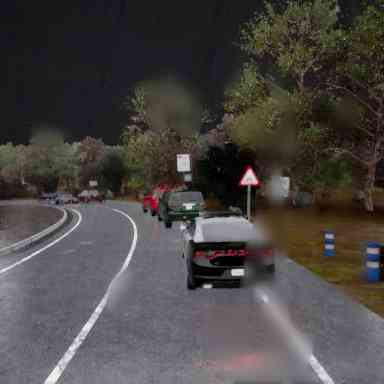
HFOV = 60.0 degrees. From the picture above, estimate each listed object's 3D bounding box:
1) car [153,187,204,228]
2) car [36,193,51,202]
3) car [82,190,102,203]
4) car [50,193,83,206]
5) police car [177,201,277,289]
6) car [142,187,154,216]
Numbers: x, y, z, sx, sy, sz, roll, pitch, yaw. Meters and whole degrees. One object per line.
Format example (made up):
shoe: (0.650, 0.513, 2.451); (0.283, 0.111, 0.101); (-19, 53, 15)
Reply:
car: (-0.715, 0.803, 19.262); (2.150, 2.045, 5.566); (-1, 2, -12)
car: (-23.780, 0.873, 54.967); (4.718, 1.301, 1.895); (-2, 4, 38)
car: (-13.983, 0.505, 44.934); (2.097, 1.767, 4.553); (-5, 3, -39)
car: (-15.549, 0.961, 41.091); (1.994, 1.385, 4.181); (-5, 3, -37)
police car: (0.719, 1.293, 9.043); (1.930, 1.638, 5.238); (0, 2, -4)
car: (-2.361, 0.642, 25.312); (2.150, 2.045, 5.566); (-2, 2, -18)
